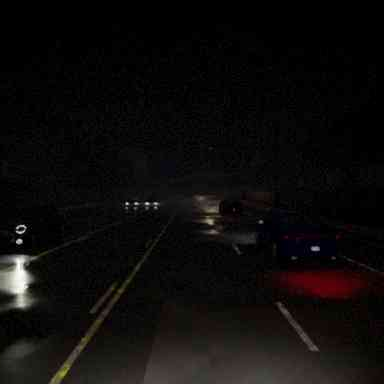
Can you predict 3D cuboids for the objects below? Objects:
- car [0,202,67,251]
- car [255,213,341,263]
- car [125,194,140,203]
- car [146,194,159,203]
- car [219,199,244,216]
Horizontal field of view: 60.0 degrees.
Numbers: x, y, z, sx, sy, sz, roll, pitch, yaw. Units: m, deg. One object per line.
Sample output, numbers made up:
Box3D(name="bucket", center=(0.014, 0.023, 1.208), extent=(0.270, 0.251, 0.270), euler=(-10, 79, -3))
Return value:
Box3D(name="car", center=(-7.100, 1.360, 14.151), extent=(2.097, 1.767, 4.553), euler=(0, 0, 0))
Box3D(name="car", center=(3.596, 1.493, 12.151), extent=(1.882, 1.535, 5.008), euler=(0, 0, 0))
Box3D(name="car", center=(-10.538, 1.178, 59.392), extent=(1.812, 1.442, 4.674), euler=(0, 1, 1))
Box3D(name="car", center=(-7.039, 1.156, 59.382), extent=(1.837, 1.490, 4.892), euler=(0, 1, 1))
Box3D(name="car", center=(3.599, 1.358, 31.027), extent=(1.882, 1.535, 5.008), euler=(0, 0, 0))
